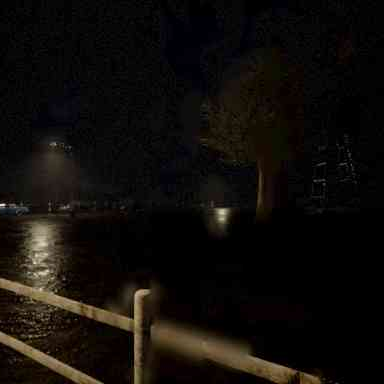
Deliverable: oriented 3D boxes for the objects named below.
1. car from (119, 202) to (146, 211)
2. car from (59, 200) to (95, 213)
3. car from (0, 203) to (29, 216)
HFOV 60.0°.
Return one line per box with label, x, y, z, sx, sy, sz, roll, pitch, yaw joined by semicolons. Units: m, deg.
car;-9.257;2.259;52.283;1.812;1.442;4.674;-2;-2;36
car;-15.192;1.912;44.040;2.097;1.767;4.553;-2;-2;36
car;-20.729;1.950;36.332;2.033;1.411;5.357;-2;-2;35
